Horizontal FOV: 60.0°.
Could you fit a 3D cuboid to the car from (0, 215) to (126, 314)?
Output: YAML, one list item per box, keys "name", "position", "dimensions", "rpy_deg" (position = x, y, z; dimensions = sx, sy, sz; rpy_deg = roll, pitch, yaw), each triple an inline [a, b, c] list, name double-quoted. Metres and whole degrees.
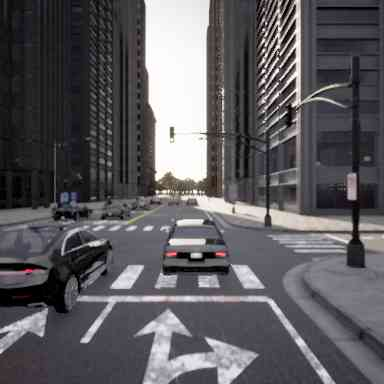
- name: "car"
  position: [-3.147, 1.511, 7.616]
  dimensions: [2.128, 1.511, 4.902]
  rpy_deg: [0, 0, 0]

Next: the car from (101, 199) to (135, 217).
- name: "car"
  position: [-6.589, 1.575, 29.228]
  dimensions: [1.837, 1.490, 4.892]
  rpy_deg: [0, 0, 0]

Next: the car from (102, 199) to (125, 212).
- name: "car"
  position: [-9.823, 1.626, 41.780]
  dimensions: [1.812, 1.442, 4.674]
  rpy_deg: [0, 0, 0]

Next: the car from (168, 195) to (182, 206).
- name: "car"
  position: [-3.241, 1.695, 59.179]
  dimensions: [2.033, 1.411, 5.357]
  rpy_deg: [0, 0, 0]

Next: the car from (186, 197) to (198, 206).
- name: "car"
  position: [0.008, 1.712, 59.595]
  dimensions: [1.994, 1.385, 4.181]
  rpy_deg: [0, 0, 0]

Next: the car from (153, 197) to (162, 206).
- name: "car"
  position: [-6.515, 1.627, 60.028]
  dimensions: [1.882, 1.535, 5.008]
  rpy_deg: [0, 0, 0]

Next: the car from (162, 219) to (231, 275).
- name: "car"
  position: [0.099, 1.574, 10.475]
  dimensions: [2.033, 1.411, 5.357]
  rpy_deg: [0, 0, 0]

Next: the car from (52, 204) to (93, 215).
- name: "car"
  position: [-9.856, 1.668, 27.693]
  dimensions: [1.895, 1.301, 4.718]
  rpy_deg: [0, 0, 1]

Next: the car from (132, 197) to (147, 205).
- name: "car"
  position: [-9.750, 1.633, 61.926]
  dimensions: [1.882, 1.535, 5.008]
  rpy_deg: [0, 0, 0]

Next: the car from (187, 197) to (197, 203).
- name: "car"
  position: [0.010, 1.623, 69.630]
  dimensions: [1.895, 1.301, 4.718]
  rpy_deg: [0, 0, 0]

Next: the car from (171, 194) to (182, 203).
- name: "car"
  position: [-3.240, 1.383, 69.571]
  dimensions: [2.097, 1.767, 4.553]
  rpy_deg: [0, 0, 0]

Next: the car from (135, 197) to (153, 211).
- name: "car"
  position: [-6.581, 1.607, 43.144]
  dimensions: [1.837, 1.490, 4.892]
  rpy_deg: [0, 0, 0]
